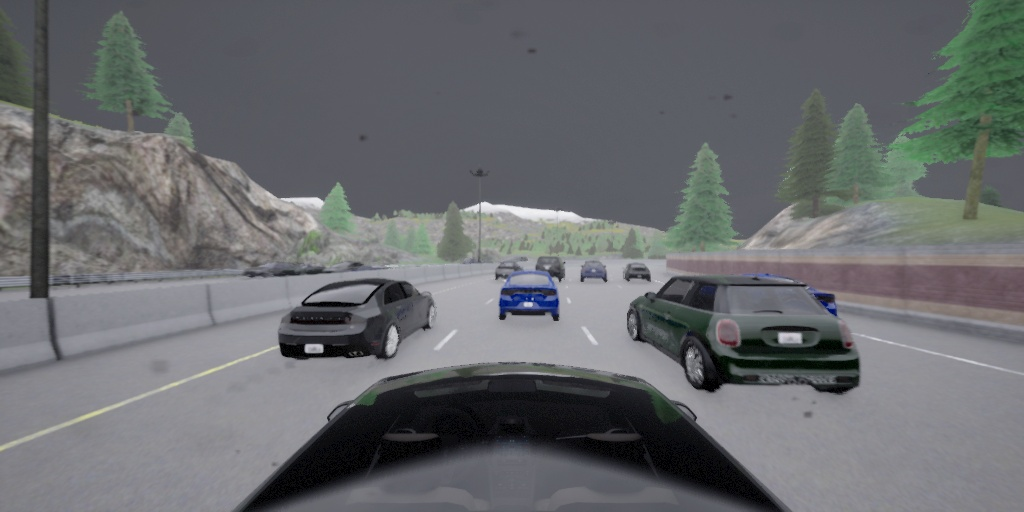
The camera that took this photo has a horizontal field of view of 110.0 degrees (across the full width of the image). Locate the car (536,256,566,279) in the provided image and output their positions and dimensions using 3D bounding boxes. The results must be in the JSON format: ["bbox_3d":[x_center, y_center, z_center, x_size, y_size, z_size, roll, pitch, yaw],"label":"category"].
[{"bbox_3d":[3.261,1.026,30.246,2.150,2.045,5.566,0,0,12],"label":"car"}]

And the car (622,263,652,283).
[{"bbox_3d":[10.473,1.340,30.363,1.837,1.490,4.892,0,0,13],"label":"car"}]

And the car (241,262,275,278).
[{"bbox_3d":[-21.466,1.254,32.559,2.033,1.411,5.357,0,0,11],"label":"car"}]

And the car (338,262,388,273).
[{"bbox_3d":[-11.463,1.343,28.966,1.895,1.301,4.718,0,0,11],"label":"car"}]

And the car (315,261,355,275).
[{"bbox_3d":[-14.501,1.238,31.510,1.837,1.490,4.892,0,0,11],"label":"car"}]

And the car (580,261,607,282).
[{"bbox_3d":[6.929,1.172,30.510,2.097,1.767,4.553,0,0,12],"label":"car"}]

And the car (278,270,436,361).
[{"bbox_3d":[-3.140,1.254,8.303,1.837,1.490,4.892,0,0,3],"label":"car"}]

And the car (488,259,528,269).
[{"bbox_3d":[-0.147,1.283,30.921,2.128,1.511,4.902,0,0,12],"label":"car"}]

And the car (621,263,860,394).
[{"bbox_3d":[3.806,1.125,6.939,2.097,1.767,4.553,0,0,2],"label":"car"}]

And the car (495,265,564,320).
[{"bbox_3d":[0.662,1.246,12.804,1.882,1.535,5.008,0,0,4],"label":"car"}]

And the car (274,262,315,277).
[{"bbox_3d":[-18.049,1.320,31.720,1.895,1.301,4.718,0,0,11],"label":"car"}]
